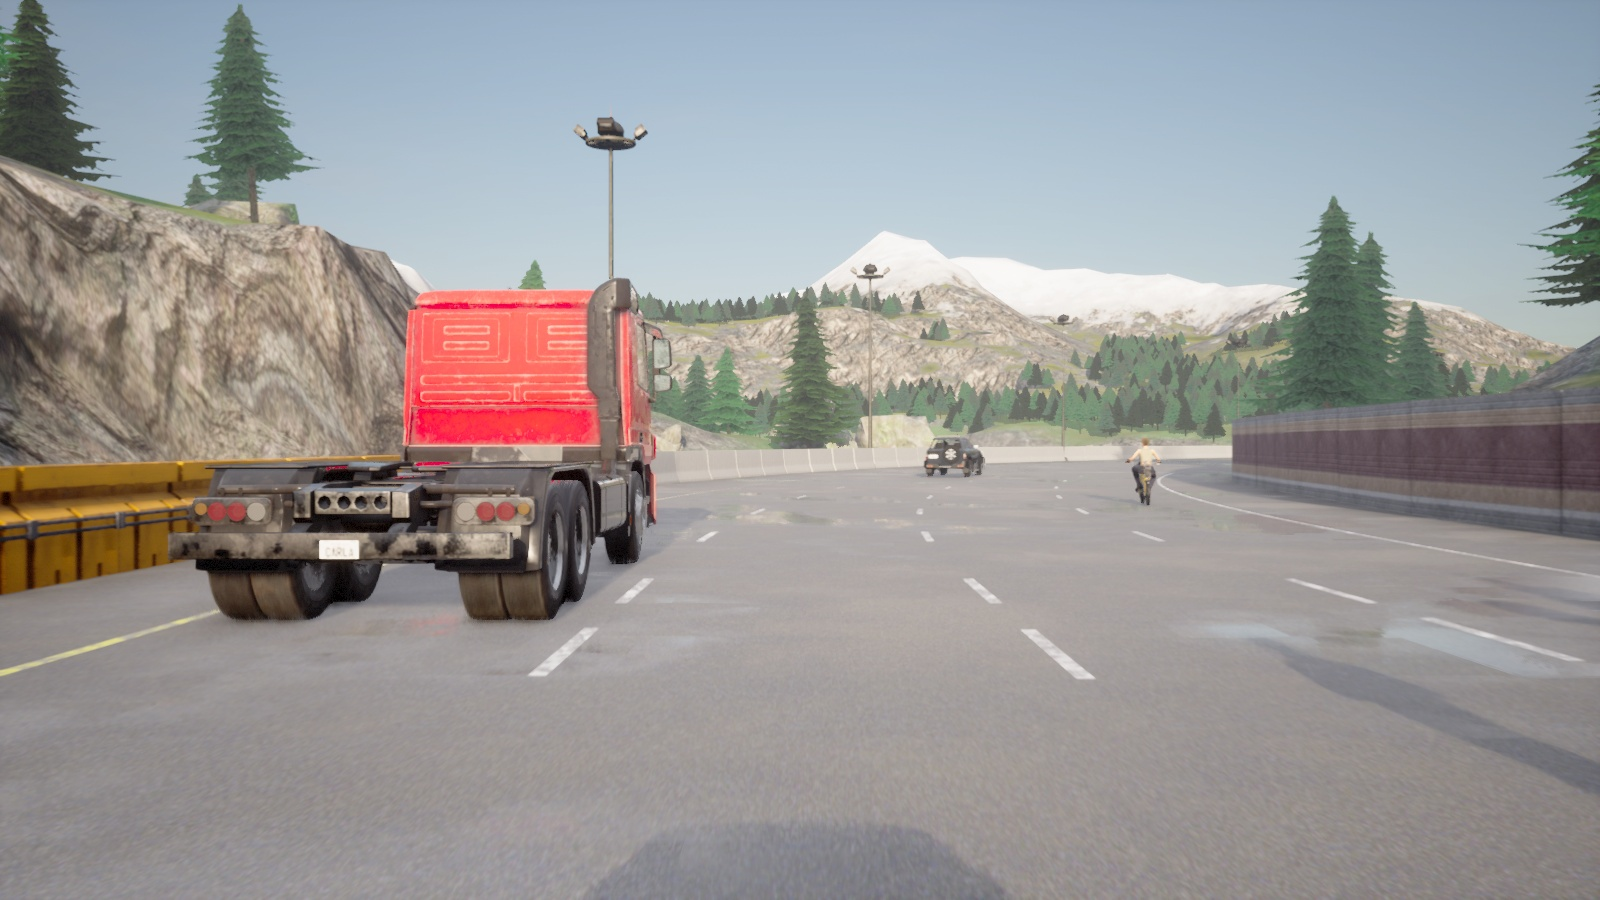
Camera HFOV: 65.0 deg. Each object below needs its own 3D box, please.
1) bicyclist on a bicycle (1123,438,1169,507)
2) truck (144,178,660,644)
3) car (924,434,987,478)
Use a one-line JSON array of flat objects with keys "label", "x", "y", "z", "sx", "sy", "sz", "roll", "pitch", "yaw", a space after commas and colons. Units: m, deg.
[{"label": "bicyclist on a bicycle", "x": 8.297, "y": 0.519, "z": 30.194, "sx": 0.866, "sy": 1.612, "sz": 1.509, "roll": 0, "pitch": 0, "yaw": 7}, {"label": "truck", "x": -3.401, "y": -0.313, "z": 13.305, "sx": 2.891, "sy": 3.462, "sz": 7.936, "roll": 0, "pitch": 0, "yaw": 1}, {"label": "car", "x": 6.956, "y": 0.254, "z": 55.815, "sx": 1.932, "sy": 1.855, "sz": 4.605, "roll": 0, "pitch": 0, "yaw": 18}]
